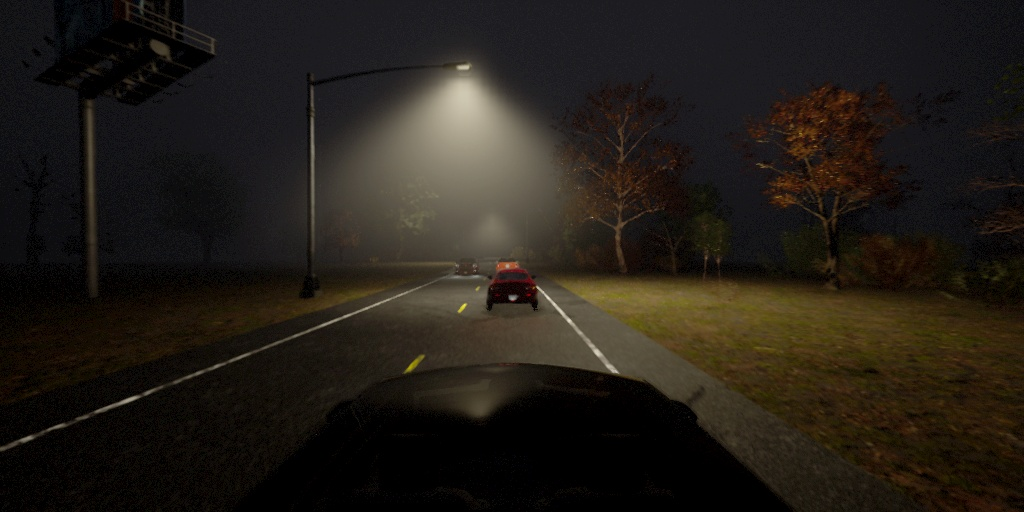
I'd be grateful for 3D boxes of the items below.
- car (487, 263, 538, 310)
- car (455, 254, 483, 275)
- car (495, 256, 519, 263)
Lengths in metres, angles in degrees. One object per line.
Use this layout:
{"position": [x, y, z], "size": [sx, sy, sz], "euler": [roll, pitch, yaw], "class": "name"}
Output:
{"position": [-0.003, 1.183, 14.147], "size": [1.812, 1.442, 4.674], "euler": [0, 0, -1], "class": "car"}
{"position": [-4.154, 0.856, 33.876], "size": [2.097, 1.767, 4.553], "euler": [0, 1, -2], "class": "car"}
{"position": [-0.436, 0.861, 32.850], "size": [2.097, 1.767, 4.553], "euler": [0, 0, -2], "class": "car"}
